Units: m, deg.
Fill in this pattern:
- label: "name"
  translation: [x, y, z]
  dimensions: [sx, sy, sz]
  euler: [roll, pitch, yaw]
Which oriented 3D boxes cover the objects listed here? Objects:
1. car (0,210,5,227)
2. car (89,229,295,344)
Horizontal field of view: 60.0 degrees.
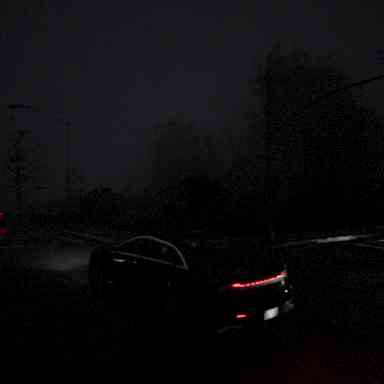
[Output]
- label: "car"
  translation: [-16.231, 1.824, 26.099]
  dimensions: [2.097, 1.767, 4.553]
  euler: [0, -3, -39]
- label: "car"
  translation: [-0.405, 1.484, 6.555]
  dimensions: [2.128, 1.511, 4.902]
  euler: [0, 0, -39]
